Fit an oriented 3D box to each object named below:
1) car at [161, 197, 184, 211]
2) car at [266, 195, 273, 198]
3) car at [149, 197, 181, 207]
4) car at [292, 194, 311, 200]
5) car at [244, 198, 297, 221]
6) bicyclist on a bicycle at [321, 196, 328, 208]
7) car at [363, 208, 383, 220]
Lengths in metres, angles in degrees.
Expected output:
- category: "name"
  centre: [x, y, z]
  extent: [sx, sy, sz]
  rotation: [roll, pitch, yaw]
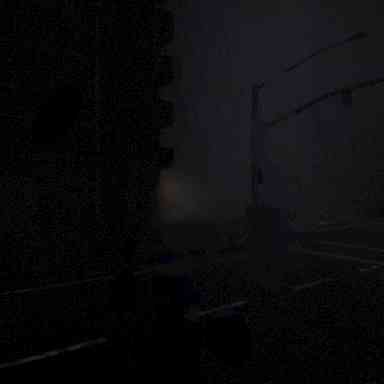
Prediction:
- category: "car"
  centre: [-2.854, 1.530, 40.026]
  extent: [1.837, 1.490, 4.892]
  rotation: [0, 0, -35]
- category: "car"
  centre: [14.748, 1.273, 67.922]
  extent: [4.553, 1.767, 2.097]
  rotation: [0, 0, -35]
- category: "car"
  centre: [-4.258, 1.498, 51.993]
  extent: [4.674, 1.442, 1.812]
  rotation: [0, 0, 30]
- category: "car"
  centre: [24.760, 1.267, 74.919]
  extent: [4.553, 1.767, 2.097]
  rotation: [0, 0, -30]
- category: "car"
  centre: [6.256, 1.515, 26.952]
  extent: [1.812, 1.442, 4.674]
  rotation: [0, 0, -35]
- category: "bicyclist on a bicycle"
  centre: [17.060, 1.281, 42.819]
  extent: [1.656, 1.620, 0.582]
  rotation: [0, 0, -35]
- category: "car"
  centre: [15.804, 1.586, 25.689]
  extent: [1.895, 1.301, 4.718]
  rotation: [0, 0, -24]
